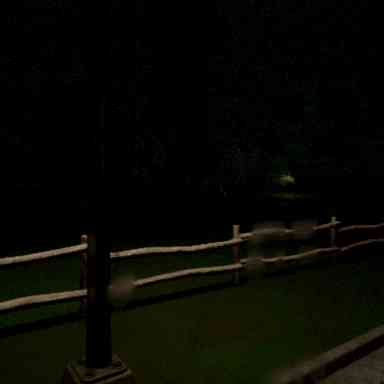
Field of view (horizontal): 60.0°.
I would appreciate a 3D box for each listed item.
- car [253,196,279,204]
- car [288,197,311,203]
[{"bbox_3d":[14.043,1.540,63.410,4.892,1.490,1.837,-1,0,17],"label":"car"},{"bbox_3d":[20.628,1.620,63.948,4.181,1.385,1.994,0,0,25],"label":"car"}]
